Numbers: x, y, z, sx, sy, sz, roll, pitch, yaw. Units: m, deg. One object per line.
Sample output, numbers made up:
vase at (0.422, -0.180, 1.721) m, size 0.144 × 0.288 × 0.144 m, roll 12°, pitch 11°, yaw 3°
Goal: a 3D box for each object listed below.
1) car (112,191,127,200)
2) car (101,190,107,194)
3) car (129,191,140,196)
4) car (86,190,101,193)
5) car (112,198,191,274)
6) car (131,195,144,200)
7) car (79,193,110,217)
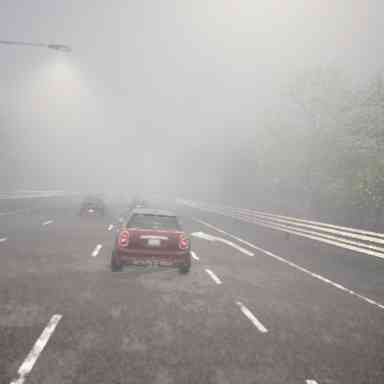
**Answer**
car at (-15.155, 0.919, 68.789) m, size 2.128 × 1.511 × 4.902 m, roll 5°, pitch -1°, yaw -10°
car at (-18.575, 0.465, 68.171) m, size 2.097 × 1.767 × 4.553 m, roll 5°, pitch -1°, yaw -10°
car at (-11.709, 1.156, 69.351) m, size 1.882 × 1.535 × 5.008 m, roll 5°, pitch -1°, yaw -10°
car at (-15.468, 0.707, 50.514) m, size 1.812 × 1.442 × 4.674 m, roll 5°, pitch -1°, yaw -10°
car at (-1.354, 1.320, 10.775) m, size 2.097 × 1.767 × 4.553 m, roll 5°, pitch 0°, yaw -10°
car at (-5.601, 1.391, 34.761) m, size 1.994 × 1.385 × 4.181 m, roll 5°, pitch -1°, yaw -10°
car at (-7.638, 1.090, 26.244) m, size 1.837 × 1.490 × 4.892 m, roll 5°, pitch -1°, yaw -10°
